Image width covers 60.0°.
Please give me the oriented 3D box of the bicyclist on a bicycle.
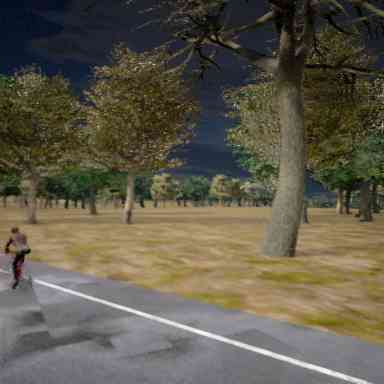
[{"bbox_3d":[-4.584,1.741,8.705,1.656,1.620,0.582,-1,-3,38],"label":"bicyclist on a bicycle"}]
